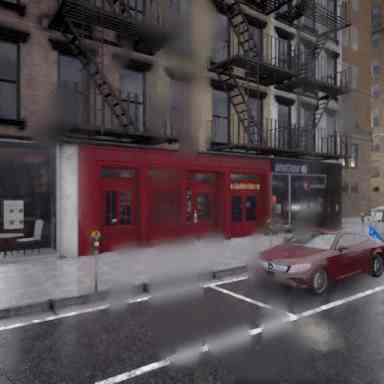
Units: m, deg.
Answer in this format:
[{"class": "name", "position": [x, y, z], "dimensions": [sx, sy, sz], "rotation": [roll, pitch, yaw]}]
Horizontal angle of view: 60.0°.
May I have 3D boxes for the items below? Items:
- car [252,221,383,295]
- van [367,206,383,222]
[{"class": "car", "position": [3.438, 1.580, 8.632], "dimensions": [4.206, 1.307, 1.802], "rotation": [0, 0, -35]}, {"class": "van", "position": [7.845, 1.337, 11.763], "dimensions": [3.998, 1.788, 1.690], "rotation": [0, 0, -35]}]
